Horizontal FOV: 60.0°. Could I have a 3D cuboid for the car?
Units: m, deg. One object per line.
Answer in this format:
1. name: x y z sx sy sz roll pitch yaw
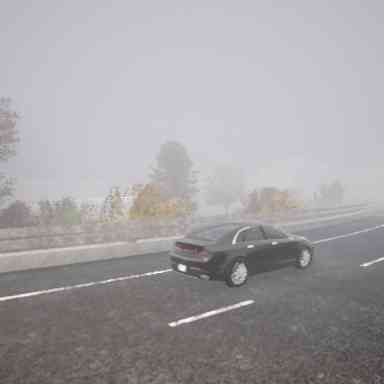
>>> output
1. car: 1.625 1.580 9.573 4.892 1.490 1.837 0 0 -40
